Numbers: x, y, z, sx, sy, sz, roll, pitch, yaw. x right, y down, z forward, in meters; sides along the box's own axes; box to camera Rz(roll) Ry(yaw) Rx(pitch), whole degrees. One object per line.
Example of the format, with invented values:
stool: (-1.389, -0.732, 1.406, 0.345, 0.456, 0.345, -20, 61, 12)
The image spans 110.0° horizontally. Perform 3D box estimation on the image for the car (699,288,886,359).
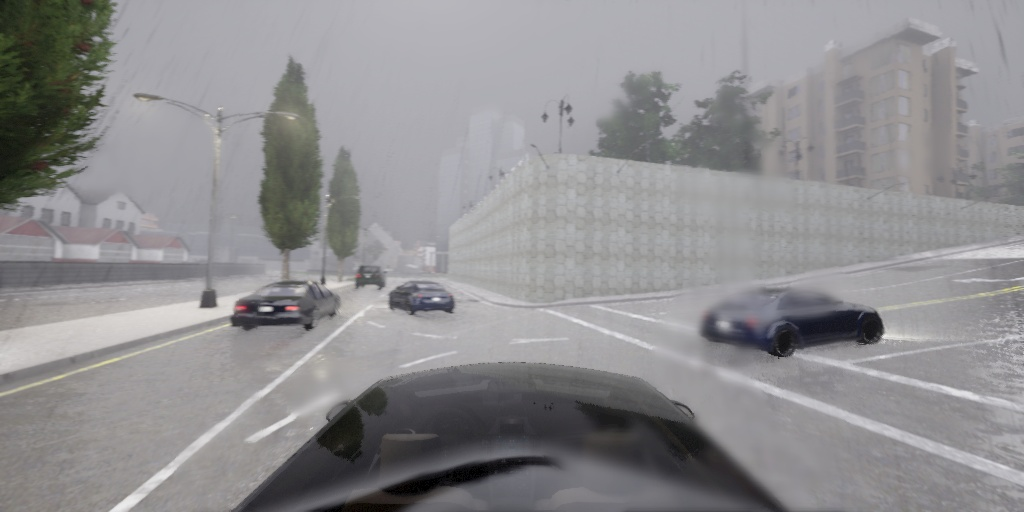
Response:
car: (6.827, 1.472, 8.867, 4.181, 1.385, 1.994, -3, -1, -17)

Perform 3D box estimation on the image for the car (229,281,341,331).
car: (-7.134, 1.532, 11.906, 2.033, 1.411, 5.357, 2, -2, -15)

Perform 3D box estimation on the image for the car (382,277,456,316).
car: (-4.143, 1.800, 16.094, 1.994, 1.385, 4.181, 3, -4, -34)

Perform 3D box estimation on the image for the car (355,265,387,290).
car: (-12.399, 1.850, 31.697, 2.150, 2.045, 5.566, 2, -2, -15)
